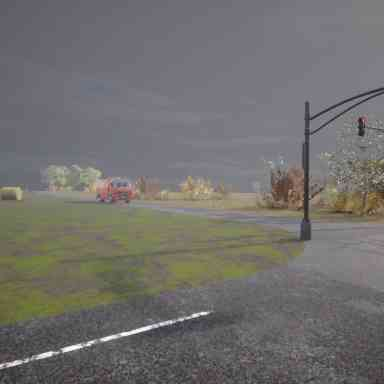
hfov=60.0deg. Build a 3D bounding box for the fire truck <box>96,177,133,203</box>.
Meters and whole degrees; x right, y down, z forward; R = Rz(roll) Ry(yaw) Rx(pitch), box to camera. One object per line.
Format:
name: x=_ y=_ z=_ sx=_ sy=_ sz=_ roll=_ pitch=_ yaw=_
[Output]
fire truck: x=-11.796 y=-0.354 z=50.011 sx=2.891 sy=3.827 sz=8.468 roll=1 pitch=0 yaw=-32
